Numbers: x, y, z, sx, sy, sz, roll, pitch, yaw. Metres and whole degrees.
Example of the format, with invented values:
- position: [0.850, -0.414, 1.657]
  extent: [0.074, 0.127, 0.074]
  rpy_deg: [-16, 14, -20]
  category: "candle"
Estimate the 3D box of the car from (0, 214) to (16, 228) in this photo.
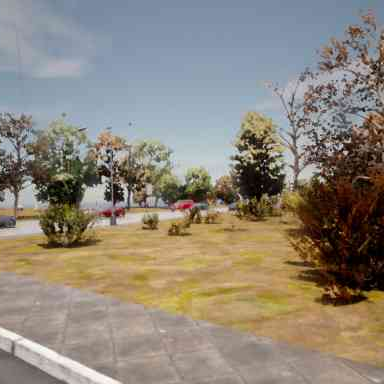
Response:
- position: [-17.022, 2.455, 27.696]
  extent: [1.994, 1.385, 4.181]
  rpy_deg: [-3, -2, 34]
  category: "car"

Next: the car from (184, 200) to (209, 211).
- position: [1.187, 2.585, 56.290]
  extent: [1.812, 1.442, 4.674]
  rpy_deg: [-3, -2, 32]
  category: "car"

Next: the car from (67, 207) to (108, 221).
- position: [-12.762, 2.612, 40.758]
  extent: [1.812, 1.442, 4.674]
  rpy_deg: [-3, -2, 32]
  category: "car"

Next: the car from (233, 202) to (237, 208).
- position: [7.418, 2.298, 52.857]
  extent: [1.994, 1.385, 4.181]
  rpy_deg: [-3, -2, 32]
  category: "car"

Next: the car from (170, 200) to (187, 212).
- position: [-1.605, 2.429, 58.441]
  extent: [2.150, 2.045, 5.566]
  rpy_deg: [-3, -2, 32]
  category: "car"

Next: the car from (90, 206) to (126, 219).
- position: [-9.928, 2.402, 38.702]
  extent: [1.882, 1.535, 5.008]
  rpy_deg: [-3, -1, 32]
  category: "car"
